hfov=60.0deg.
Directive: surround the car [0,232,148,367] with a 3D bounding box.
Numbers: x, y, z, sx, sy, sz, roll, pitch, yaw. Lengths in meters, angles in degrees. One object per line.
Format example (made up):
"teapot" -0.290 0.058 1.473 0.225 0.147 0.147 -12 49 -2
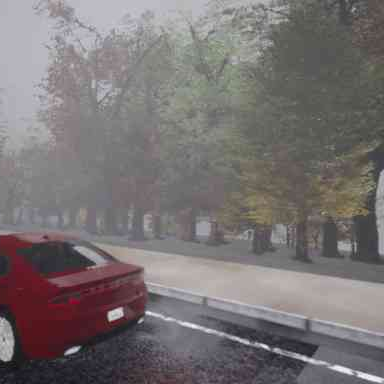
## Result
"car" -3.022 1.459 5.838 5.008 1.535 1.882 0 0 36
